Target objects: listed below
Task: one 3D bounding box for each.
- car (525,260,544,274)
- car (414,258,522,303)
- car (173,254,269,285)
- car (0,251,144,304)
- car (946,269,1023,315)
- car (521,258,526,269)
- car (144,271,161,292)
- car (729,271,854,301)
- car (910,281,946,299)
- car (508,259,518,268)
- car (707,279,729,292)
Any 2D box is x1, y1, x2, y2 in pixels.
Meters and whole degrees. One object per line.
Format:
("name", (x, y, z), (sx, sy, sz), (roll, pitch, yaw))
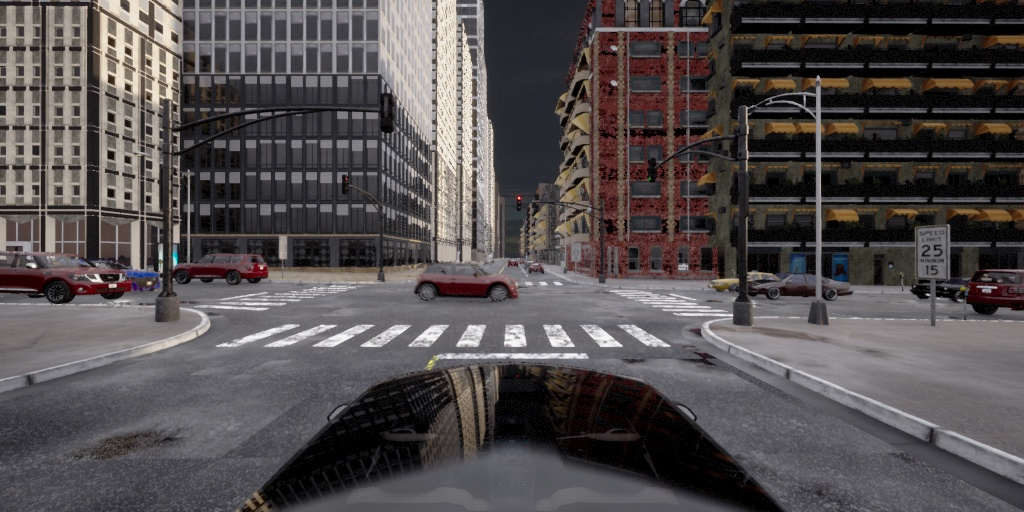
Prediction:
("car", (2.799, 1.341, 41.798), (1.802, 1.307, 4.207), (0, 0, 0))
("car", (-1.972, 1.090, 16.172), (4.553, 1.767, 2.097), (1, 0, 0))
("car", (-17.681, 0.776, 21.848), (5.009, 1.841, 2.192), (0, 0, 0))
("car", (-17.558, 0.757, 13.469), (5.009, 1.841, 2.192), (0, 0, 0))
("car", (20.616, 1.461, 13.778), (5.009, 1.841, 2.192), (0, 0, 0))
("car", (2.767, 1.317, 54.715), (2.007, 1.370, 4.403), (0, 0, 0))
("car", (-18.740, 0.904, 16.047), (5.008, 1.535, 1.882), (1, 0, 0))
("car", (15.259, 1.610, 19.496), (5.357, 1.411, 2.033), (1, 0, 0))
("car", (24.889, 1.839, 19.567), (4.718, 1.301, 1.895), (1, 0, -1))
("car", (0.191, 1.252, 65.093), (1.882, 1.535, 5.008), (0, 0, 0))
("car", (14.660, 1.587, 22.083), (4.829, 1.417, 1.751), (0, 0, 0))
